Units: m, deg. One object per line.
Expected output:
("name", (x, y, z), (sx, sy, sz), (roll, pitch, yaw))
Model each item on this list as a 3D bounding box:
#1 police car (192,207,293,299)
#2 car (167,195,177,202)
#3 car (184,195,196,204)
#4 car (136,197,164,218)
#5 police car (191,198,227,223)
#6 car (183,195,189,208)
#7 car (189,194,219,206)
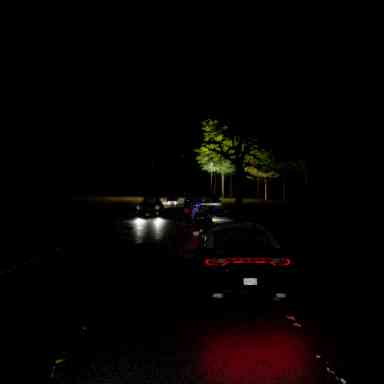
("police car", (1.057, 1.416, 8.614), (1.930, 1.638, 5.238), (0, 0, 0))
("car", (-3.895, 1.282, 65.490), (1.994, 1.385, 4.181), (0, 0, -1))
("car", (-0.307, 1.300, 59.623), (2.033, 1.411, 5.357), (0, 0, -1))
("car", (-3.648, 1.273, 29.484), (2.097, 1.767, 4.553), (0, 0, 0))
("police car", (1.047, 1.391, 18.620), (1.930, 1.638, 5.238), (0, 0, 0))
("car", (-0.128, 1.326, 45.214), (2.128, 1.511, 4.902), (0, 0, 0))
("car", (1.028, 1.167, 24.542), (2.150, 2.045, 5.566), (0, 0, 0))
